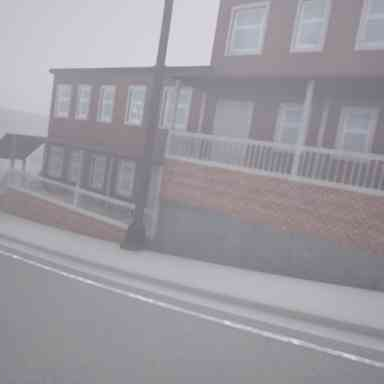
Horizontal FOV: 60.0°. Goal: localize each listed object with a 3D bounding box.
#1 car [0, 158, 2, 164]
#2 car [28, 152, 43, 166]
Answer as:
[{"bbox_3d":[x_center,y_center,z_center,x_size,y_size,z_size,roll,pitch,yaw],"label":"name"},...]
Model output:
[{"bbox_3d":[-22.835,-3.839,35.256,2.097,1.767,4.553,14,8,35],"label":"car"},{"bbox_3d":[-19.492,-4.636,45.759,2.150,2.045,5.566,14,8,35],"label":"car"}]
